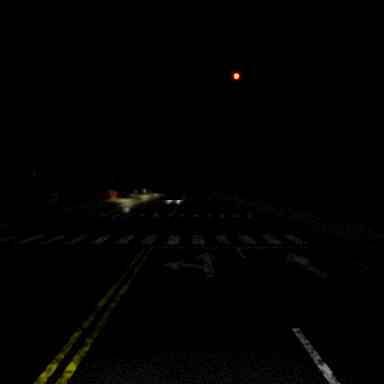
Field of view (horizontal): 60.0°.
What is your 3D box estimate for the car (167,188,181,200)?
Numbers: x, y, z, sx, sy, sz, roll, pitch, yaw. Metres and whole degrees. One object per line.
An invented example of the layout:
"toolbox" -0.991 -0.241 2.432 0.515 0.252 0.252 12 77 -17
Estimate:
"car" -3.125 0.397 57.679 2.150 2.045 5.566 0 2 0
